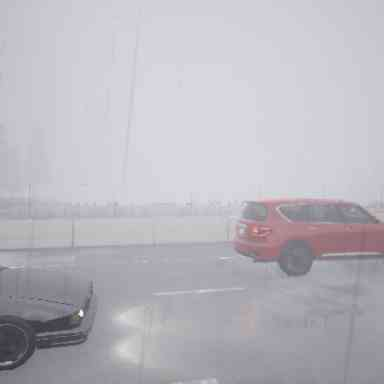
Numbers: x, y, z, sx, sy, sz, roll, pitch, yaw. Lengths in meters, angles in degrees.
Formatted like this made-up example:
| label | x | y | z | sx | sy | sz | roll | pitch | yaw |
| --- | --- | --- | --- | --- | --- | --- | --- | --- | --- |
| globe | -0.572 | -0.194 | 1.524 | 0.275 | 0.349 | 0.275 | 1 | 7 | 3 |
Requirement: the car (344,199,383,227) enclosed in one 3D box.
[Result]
| label | x | y | z | sx | sy | sz | roll | pitch | yaw |
| --- | --- | --- | --- | --- | --- | --- | --- | --- | --- |
| car | 13.260 | 1.413 | 23.129 | 4.553 | 1.767 | 2.097 | 1 | 0 | -13 |

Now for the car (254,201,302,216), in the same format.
| label | x | y | z | sx | sy | sz | roll | pitch | yaw |
| --- | --- | --- | --- | --- | --- | --- | --- | --- | --- |
| car | 8.461 | 1.597 | 32.811 | 4.181 | 1.385 | 1.994 | 0 | 0 | -13 |

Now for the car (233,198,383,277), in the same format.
| label | x | y | z | sx | sy | sz | roll | pitch | yaw |
| --- | --- | --- | --- | --- | --- | --- | --- | --- | --- |
| car | 4.022 | 1.220 | 10.072 | 5.566 | 2.045 | 2.150 | 0 | 0 | -13 |

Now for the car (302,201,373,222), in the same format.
| label | x | y | z | sx | sy | sz | roll | pitch | yaw |
| --- | --- | --- | --- | --- | --- | --- | --- | --- | --- |
| car | 11.471 | 1.527 | 26.314 | 5.008 | 1.535 | 1.882 | 1 | 0 | -13 |

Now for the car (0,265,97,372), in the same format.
| label | x | y | z | sx | sy | sz | roll | pitch | yaw |
| --- | --- | --- | --- | --- | --- | --- | --- | --- | --- |
| car | -4.129 | 1.547 | 4.641 | 5.357 | 1.411 | 2.033 | 0 | 0 | -13 |

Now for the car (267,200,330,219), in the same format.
| label | x | y | z | sx | sy | sz | roll | pitch | yaw |
| --- | --- | --- | --- | --- | --- | --- | --- | --- | --- |
| car | 9.415 | 1.514 | 29.437 | 5.008 | 1.535 | 1.882 | 0 | 0 | -13 |
